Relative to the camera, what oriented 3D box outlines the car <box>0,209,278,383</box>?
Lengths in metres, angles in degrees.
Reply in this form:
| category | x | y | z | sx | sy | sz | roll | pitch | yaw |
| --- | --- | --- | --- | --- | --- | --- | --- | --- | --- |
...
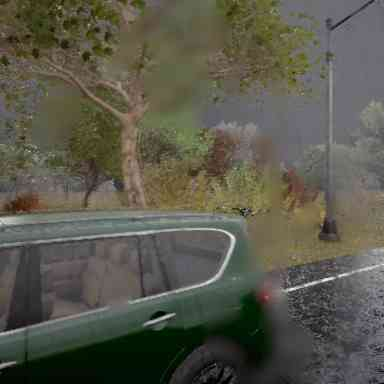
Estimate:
| category | x | y | z | sx | sy | sz | roll | pitch | yaw |
| --- | --- | --- | --- | --- | --- | --- | --- | --- | --- |
| car | -1.681 | 1.222 | 2.803 | 5.566 | 2.045 | 2.150 | 0 | 0 | -36 |
